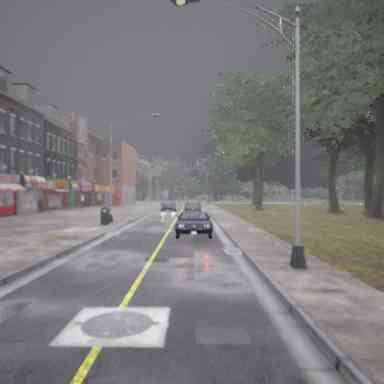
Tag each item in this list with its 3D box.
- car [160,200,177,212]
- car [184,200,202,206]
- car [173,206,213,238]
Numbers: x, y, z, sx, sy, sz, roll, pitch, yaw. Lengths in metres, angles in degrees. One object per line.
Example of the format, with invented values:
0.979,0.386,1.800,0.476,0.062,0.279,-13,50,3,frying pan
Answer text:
-2.851,1.729,41.139,2.033,1.411,5.357,0,0,0,car
0.088,1.648,37.368,2.128,1.511,4.902,0,0,0,car
0.095,1.667,18.077,1.895,1.301,4.718,0,0,0,car
